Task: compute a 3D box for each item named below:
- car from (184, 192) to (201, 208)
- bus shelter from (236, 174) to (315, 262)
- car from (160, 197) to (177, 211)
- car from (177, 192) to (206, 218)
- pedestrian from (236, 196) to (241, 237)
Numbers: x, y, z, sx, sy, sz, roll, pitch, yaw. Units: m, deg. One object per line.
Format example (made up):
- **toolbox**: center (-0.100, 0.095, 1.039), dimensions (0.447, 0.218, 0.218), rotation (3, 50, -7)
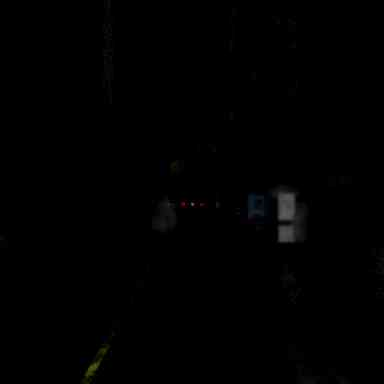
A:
- **car**: center (0.096, 1.021, 44.255), dimensions (2.150, 2.045, 5.566), rotation (0, 0, 1)
- **bus shelter**: center (2.879, 0.821, 12.372), dimensions (1.920, 2.740, 3.880), rotation (0, 0, 0)
- **car**: center (-2.542, 1.322, 37.842), dimensions (2.128, 1.511, 4.902), rotation (0, 0, 1)
- **car**: center (0.067, 1.088, 29.209), dimensions (2.150, 2.045, 5.566), rotation (0, 0, 0)
- **pedestrian**: center (2.129, 1.075, 14.807), dimensions (0.375, 1.860, 0.375), rotation (0, 0, -10)
